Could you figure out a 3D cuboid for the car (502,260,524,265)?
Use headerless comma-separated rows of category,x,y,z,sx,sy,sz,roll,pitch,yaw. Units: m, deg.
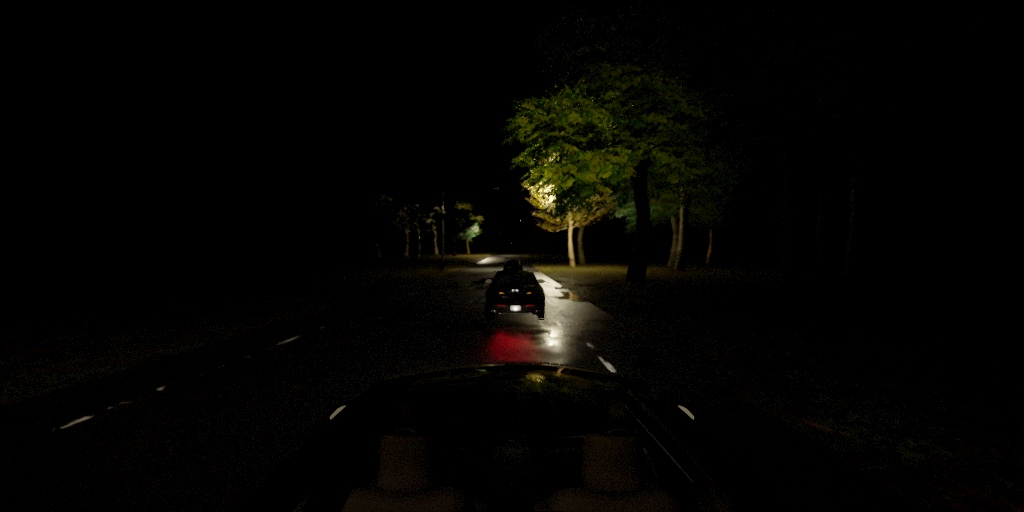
car,0.113,1.165,34.911,1.837,1.490,4.892,0,0,0

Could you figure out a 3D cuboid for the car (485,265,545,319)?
car,0.104,1.237,12.658,1.837,1.490,4.892,0,0,0
